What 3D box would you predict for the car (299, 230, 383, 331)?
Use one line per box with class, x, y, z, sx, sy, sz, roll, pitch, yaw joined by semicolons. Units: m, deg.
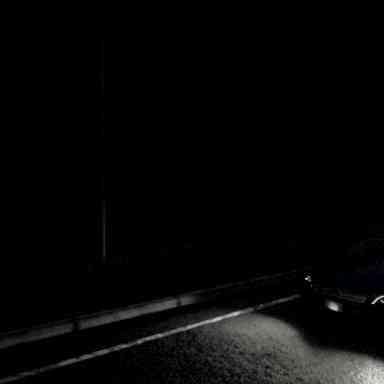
car;4.143;1.521;6.611;4.674;1.442;1.812;-1;0;-35
